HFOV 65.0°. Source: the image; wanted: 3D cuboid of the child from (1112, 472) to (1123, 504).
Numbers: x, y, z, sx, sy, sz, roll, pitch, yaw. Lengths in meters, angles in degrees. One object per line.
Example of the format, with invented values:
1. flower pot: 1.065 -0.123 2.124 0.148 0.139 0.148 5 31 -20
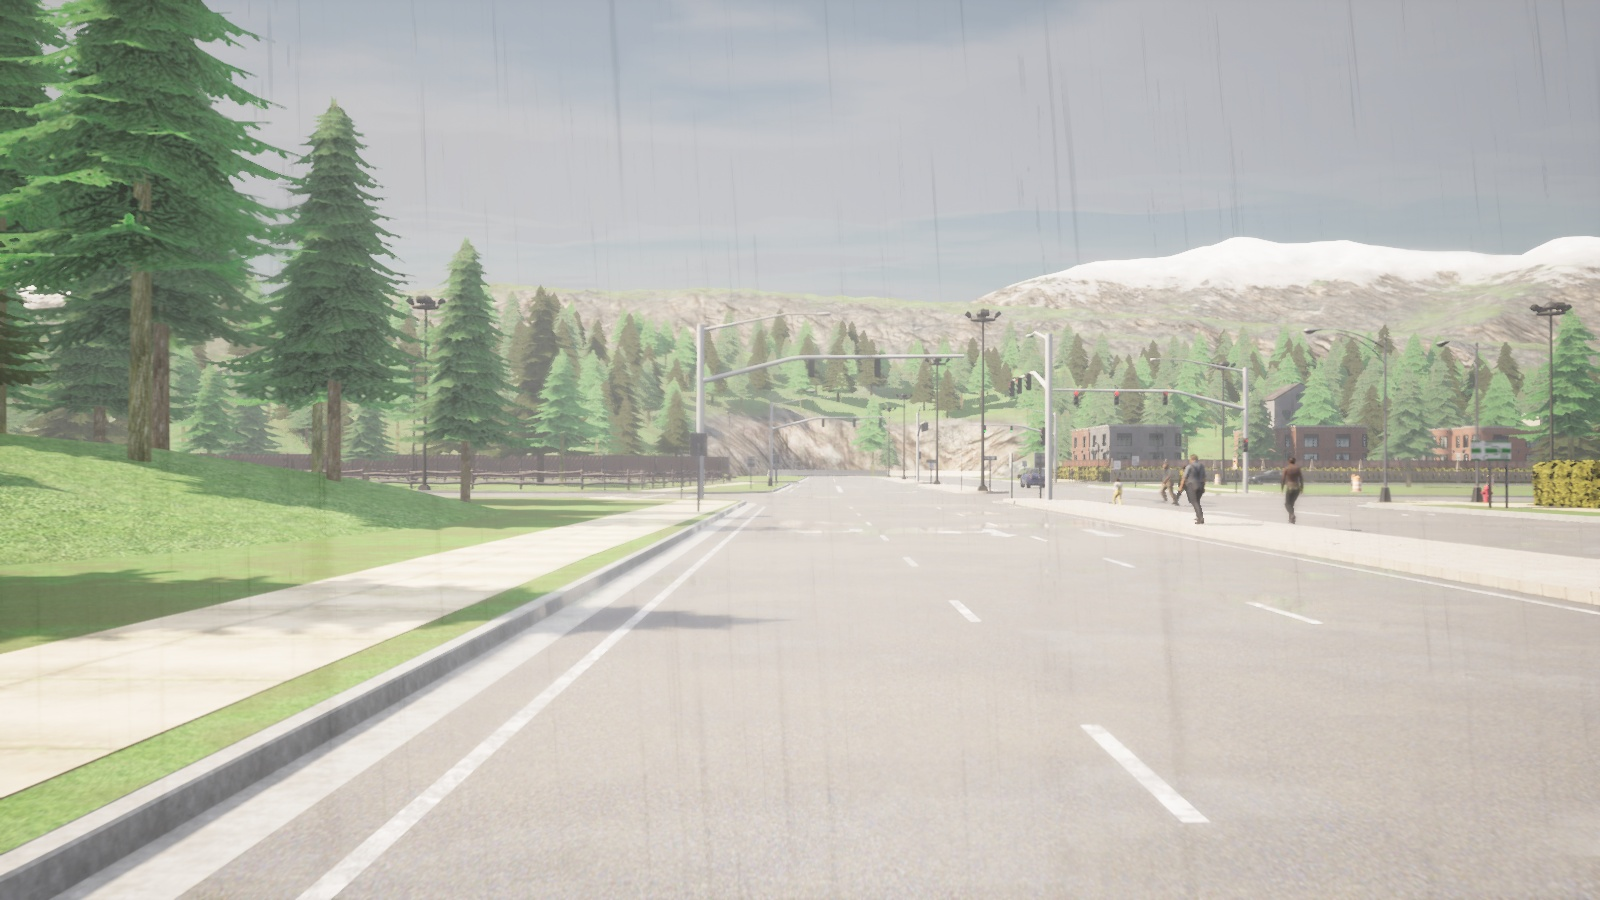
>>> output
1. child: 12.773 1.535 50.496 0.270 1.263 0.437 0 -1 -7

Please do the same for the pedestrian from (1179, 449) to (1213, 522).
1. pedestrian: 10.206 0.916 32.396 0.540 1.848 0.694 0 -1 -15

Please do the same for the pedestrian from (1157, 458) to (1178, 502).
1. pedestrian: 15.745 1.282 53.837 0.694 1.848 0.540 0 -1 -2

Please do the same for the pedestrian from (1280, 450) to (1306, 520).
1. pedestrian: 12.850 0.907 32.754 0.328 1.805 0.869 0 -1 1

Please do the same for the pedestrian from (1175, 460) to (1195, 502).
1. pedestrian: 16.747 1.356 54.686 0.726 1.835 0.370 0 -1 -12
